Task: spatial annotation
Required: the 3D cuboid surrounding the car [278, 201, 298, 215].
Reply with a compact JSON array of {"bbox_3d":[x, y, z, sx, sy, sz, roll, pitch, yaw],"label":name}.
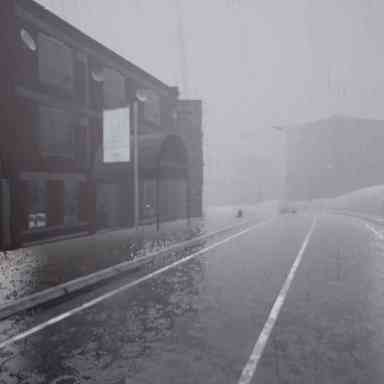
[{"bbox_3d":[11.192,1.875,38.944,1.837,1.490,4.892,0,-1,9],"label":"car"}]
